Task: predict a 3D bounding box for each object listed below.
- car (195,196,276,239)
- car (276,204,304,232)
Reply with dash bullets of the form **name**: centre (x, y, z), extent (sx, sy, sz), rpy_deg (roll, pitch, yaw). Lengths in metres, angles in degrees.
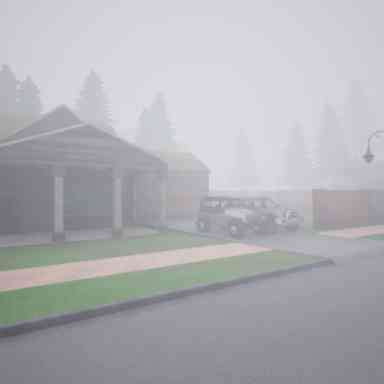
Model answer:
- **car**: centre (1.824, 1.159, 16.197), extent (1.905, 1.878, 3.866), rpy_deg (0, 0, -36)
- **car**: centre (3.634, 1.153, 17.985), extent (1.932, 1.855, 4.605), rpy_deg (0, 0, -36)
